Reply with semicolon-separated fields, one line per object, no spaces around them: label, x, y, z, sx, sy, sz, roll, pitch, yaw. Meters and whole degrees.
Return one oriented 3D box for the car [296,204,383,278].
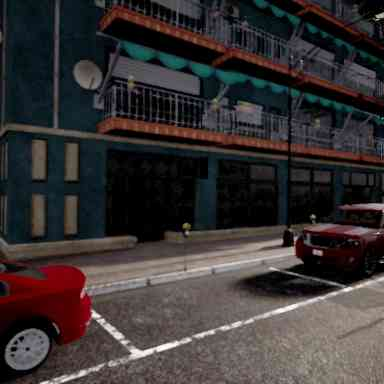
car;5.446;1.320;10.433;5.009;1.841;2.192;0;1;-36

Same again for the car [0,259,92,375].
car;-3.547;1.545;4.017;4.507;1.381;1.887;0;1;-36
